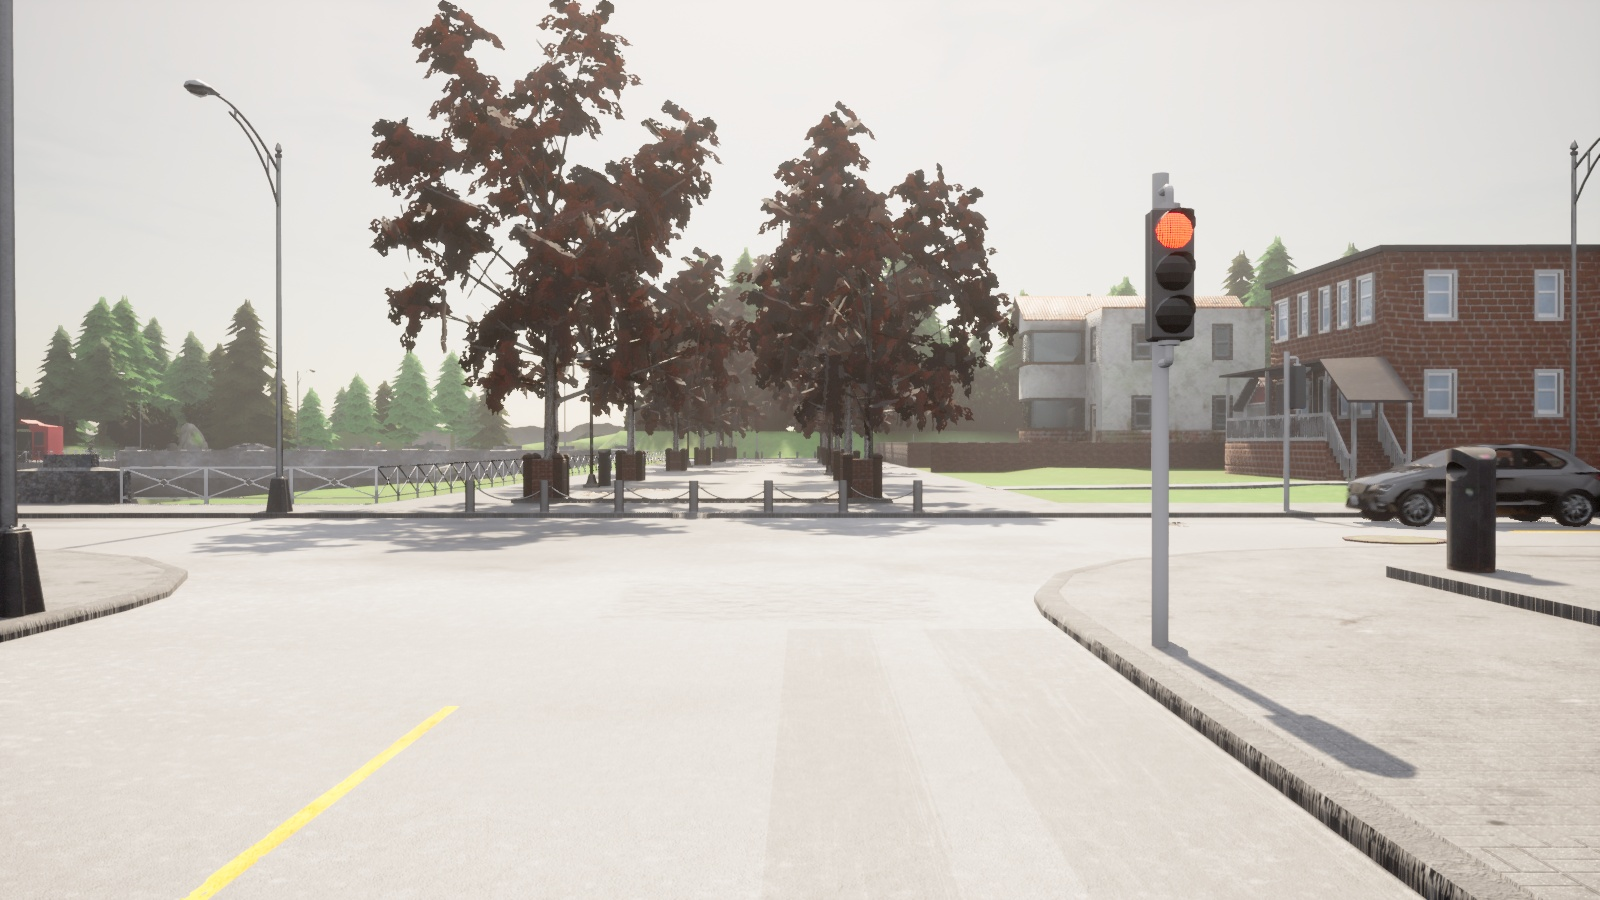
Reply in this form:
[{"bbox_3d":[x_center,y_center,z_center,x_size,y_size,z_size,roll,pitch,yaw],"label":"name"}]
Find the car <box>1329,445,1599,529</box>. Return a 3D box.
[{"bbox_3d":[12.099,0.641,22.831,4.193,1.474,1.816,0,0,1],"label":"car"}]
